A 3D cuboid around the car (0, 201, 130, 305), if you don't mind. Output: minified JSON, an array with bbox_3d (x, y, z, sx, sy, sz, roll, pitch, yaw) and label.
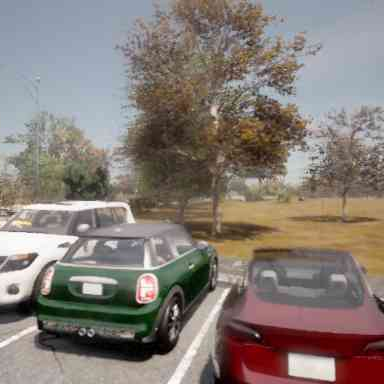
[{"bbox_3d":[-3.266,1.281,8.387,2.435,2.045,5.566,1,-1,15],"label":"car"}]

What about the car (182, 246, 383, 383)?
[{"bbox_3d":[1.603,1.534,5.015,2.163,1.488,4.792,0,-1,15],"label":"car"}]

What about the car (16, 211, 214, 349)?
[{"bbox_3d":[-0.837,1.397,6.677,2.185,1.767,4.553,0,-1,15],"label":"car"}]
